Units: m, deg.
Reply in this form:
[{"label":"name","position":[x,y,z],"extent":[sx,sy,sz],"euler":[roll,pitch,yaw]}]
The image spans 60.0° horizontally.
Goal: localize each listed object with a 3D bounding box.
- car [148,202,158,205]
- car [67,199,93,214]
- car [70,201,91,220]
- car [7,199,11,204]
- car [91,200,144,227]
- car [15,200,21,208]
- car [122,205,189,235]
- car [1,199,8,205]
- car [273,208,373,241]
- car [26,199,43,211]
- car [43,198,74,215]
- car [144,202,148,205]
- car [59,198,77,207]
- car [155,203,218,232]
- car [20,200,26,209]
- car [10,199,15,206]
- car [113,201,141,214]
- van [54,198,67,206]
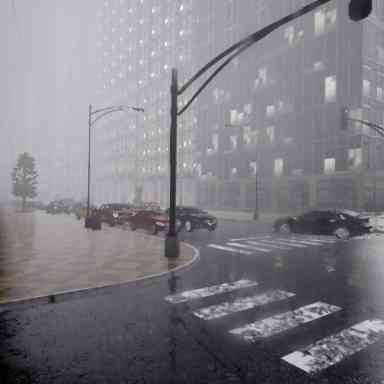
[{"label":"car","position":[-5.149,1.833,38.164],"extent":[1.967,1.590,4.097],"euler":[1,-1,-35]},{"label":"car","position":[-12.320,1.824,38.345],"extent":[2.128,1.511,4.902],"euler":[1,-1,-35]},{"label":"car","position":[-8.655,1.713,28.563],"extent":[1.752,1.417,4.829],"euler":[1,-1,-35]},{"label":"car","position":[-34.834,2.209,65.944],"extent":[1.802,1.307,4.206],"euler":[1,-1,-35]},{"label":"car","position":[-5.493,1.575,24.048],"extent":[1.967,1.590,4.097],"euler":[1,-1,-35]},{"label":"car","position":[-28.314,2.062,56.634],"extent":[1.887,1.381,4.507],"euler":[1,-1,-35]},{"label":"car","position":[-2.233,1.662,19.391],"extent":[1.802,1.307,4.206],"euler":[1,-1,-35]},{"label":"car","position":[-41.355,2.287,75.255],"extent":[2.008,1.369,4.403],"euler":[1,-1,-35]},{"label":"car","position":[6.612,1.610,17.251],"extent":[4.892,1.490,1.837],"euler":[-2,0,41]},{"label":"car","position":[-21.794,1.959,47.323],"extent":[2.008,1.369,4.403],"euler":[1,-1,-35]},{"label":"car","position":[-15.273,1.739,38.014],"extent":[1.967,1.590,4.097],"euler":[1,-1,-35]},{"label":"car","position":[-6.051,1.731,29.375],"extent":[1.837,1.490,4.892],"euler":[1,-1,-35]},{"label":"car","position":[-24.709,2.036,66.098],"extent":[2.192,1.841,5.009],"euler":[1,-1,-35]},{"label":"car","position":[-0.286,1.634,21.139],"extent":[1.837,1.490,4.892],"euler":[1,-1,-33]},{"label":"car","position":[-25.054,2.029,51.979],"extent":[1.947,1.339,4.313],"euler":[1,-1,-35]},{"label":"car","position":[-31.574,2.123,61.289],"extent":[2.008,1.369,4.403],"euler":[1,-1,-35]},{"label":"car","position":[-8.506,1.974,42.958],"extent":[1.752,1.417,4.829],"euler":[1,-1,-35]},{"label":"van","position":[-27.969,2.117,70.753],"extent":[1.690,1.788,3.998],"euler":[1,-1,-35]}]
